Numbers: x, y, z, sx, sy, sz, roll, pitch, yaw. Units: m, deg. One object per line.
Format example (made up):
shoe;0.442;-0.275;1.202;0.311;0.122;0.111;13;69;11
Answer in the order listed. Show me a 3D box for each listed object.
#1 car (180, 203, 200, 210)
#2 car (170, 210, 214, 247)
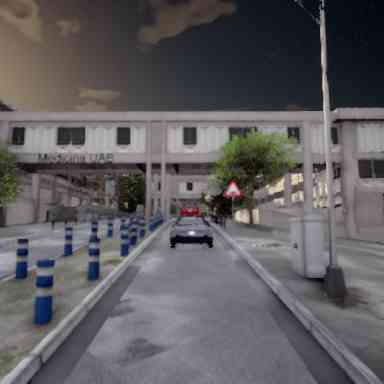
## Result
car;-0.229;2.335;39.533;2.150;2.045;5.566;0;-3;-1
car;-0.024;1.783;16.284;1.994;1.385;4.181;0;-1;0
